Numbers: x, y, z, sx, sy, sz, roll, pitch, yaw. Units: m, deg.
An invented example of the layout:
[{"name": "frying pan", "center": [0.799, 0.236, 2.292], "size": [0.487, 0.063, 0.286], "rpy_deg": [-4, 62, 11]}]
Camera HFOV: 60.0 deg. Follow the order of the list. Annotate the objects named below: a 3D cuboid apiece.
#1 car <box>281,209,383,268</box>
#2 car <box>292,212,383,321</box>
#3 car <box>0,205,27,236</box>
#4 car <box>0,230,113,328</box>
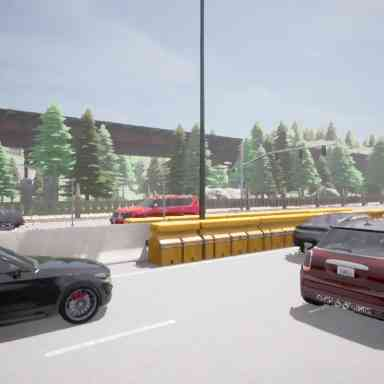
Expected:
[{"name": "car", "center": [5.722, 1.493, 12.130], "size": [4.902, 1.511, 2.128], "rpy_deg": [0, 0, -36]}, {"name": "car", "center": [4.310, 1.352, 6.825], "size": [4.553, 1.767, 2.097], "rpy_deg": [0, 0, -36]}, {"name": "car", "center": [-11.445, 1.492, 17.291], "size": [4.902, 1.511, 2.128], "rpy_deg": [0, 0, -35]}, {"name": "car", "center": [-3.648, 1.526, 5.442], "size": [4.674, 1.442, 1.812], "rpy_deg": [0, 0, -36]}]
